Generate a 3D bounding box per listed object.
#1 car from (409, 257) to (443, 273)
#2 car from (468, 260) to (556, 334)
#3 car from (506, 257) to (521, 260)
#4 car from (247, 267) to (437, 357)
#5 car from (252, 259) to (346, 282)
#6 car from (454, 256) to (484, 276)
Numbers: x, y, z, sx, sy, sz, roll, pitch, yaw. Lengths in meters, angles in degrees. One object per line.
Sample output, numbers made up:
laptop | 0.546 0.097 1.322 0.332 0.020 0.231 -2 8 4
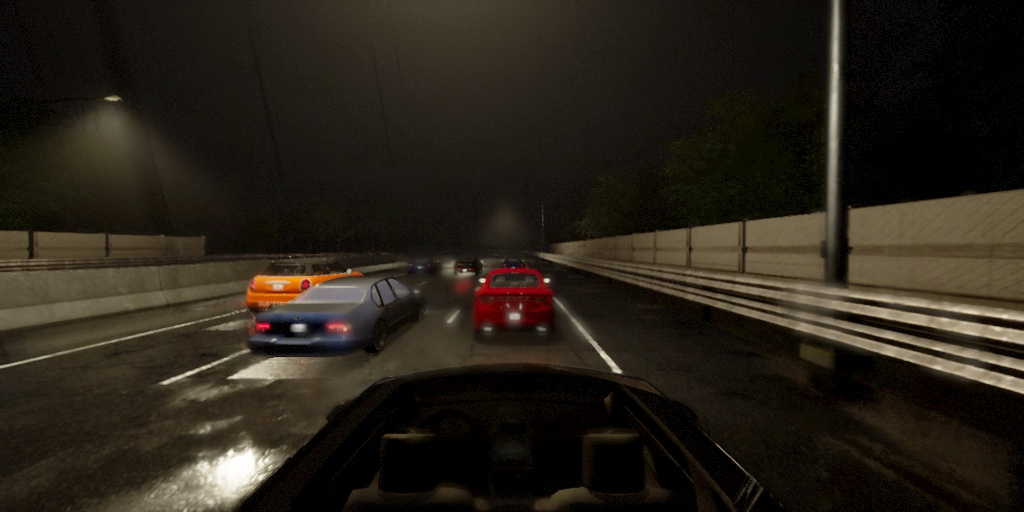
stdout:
car | -6.890 0.785 28.803 1.994 1.385 4.181 0 1 0
car | 0.082 1.059 9.989 1.882 1.535 5.008 0 1 1
car | 0.112 0.780 29.106 1.994 1.385 4.181 0 1 0
car | -3.429 1.161 8.310 2.033 1.411 5.357 0 1 0
car | -6.906 0.880 12.713 2.097 1.767 4.553 0 1 0
car | -3.390 0.734 28.387 1.837 1.490 4.892 0 1 0
